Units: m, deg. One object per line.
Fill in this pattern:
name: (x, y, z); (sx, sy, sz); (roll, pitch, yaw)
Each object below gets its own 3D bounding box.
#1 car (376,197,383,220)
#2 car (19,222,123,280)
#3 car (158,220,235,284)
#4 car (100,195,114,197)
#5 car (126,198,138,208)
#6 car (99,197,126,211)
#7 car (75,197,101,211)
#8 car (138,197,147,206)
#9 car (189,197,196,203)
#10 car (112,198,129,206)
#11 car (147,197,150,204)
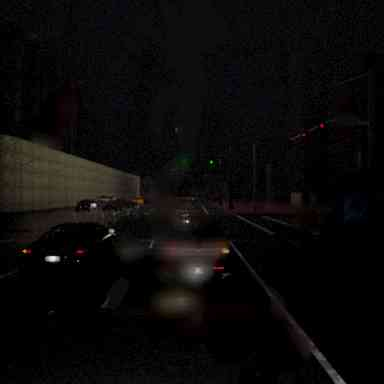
car: (15.155, 1.419, 28.101); (5.566, 2.045, 2.150); (0, 0, 0)
car: (-3.413, 1.617, 10.148); (1.994, 1.385, 4.181); (0, 0, 0)
car: (0.117, 1.551, 9.742); (2.128, 1.511, 4.902); (0, 0, 0)
car: (-13.986, 1.499, 54.142); (2.150, 2.045, 5.566); (0, 0, 1)
car: (-10.481, 1.882, 53.357); (1.895, 1.301, 4.718); (0, 0, 0)
car: (-10.505, 1.755, 44.250); (1.812, 1.442, 4.674); (0, 0, 0)
car: (-14.004, 1.727, 44.287); (1.837, 1.490, 4.892); (0, 0, 0)
car: (-10.422, 1.816, 63.460); (1.882, 1.535, 5.008); (0, 0, 1)
car: (0.164, 2.008, 84.490); (2.128, 1.511, 4.902); (0, 0, 0)
car: (-13.898, 1.886, 64.765); (2.033, 1.411, 5.357); (0, 0, 1)
car: (-10.357, 1.870, 73.619); (1.882, 1.535, 5.008); (0, 0, 0)
